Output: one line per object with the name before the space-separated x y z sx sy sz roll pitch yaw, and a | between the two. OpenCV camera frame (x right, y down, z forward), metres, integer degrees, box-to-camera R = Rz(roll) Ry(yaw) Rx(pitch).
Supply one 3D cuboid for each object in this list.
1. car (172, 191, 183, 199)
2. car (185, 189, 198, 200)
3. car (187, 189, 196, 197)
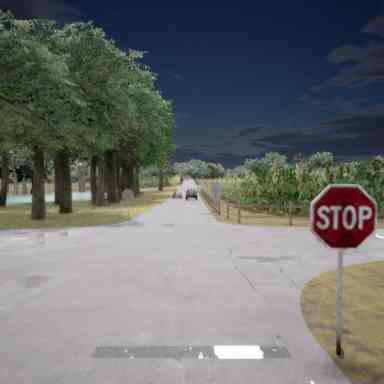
car | -2.845 0.592 65.451 1.812 1.442 4.674 0 2 0
car | -0.088 0.422 60.888 2.150 2.045 5.566 0 2 0
car | -0.103 0.187 71.271 1.882 1.535 5.008 0 2 0
